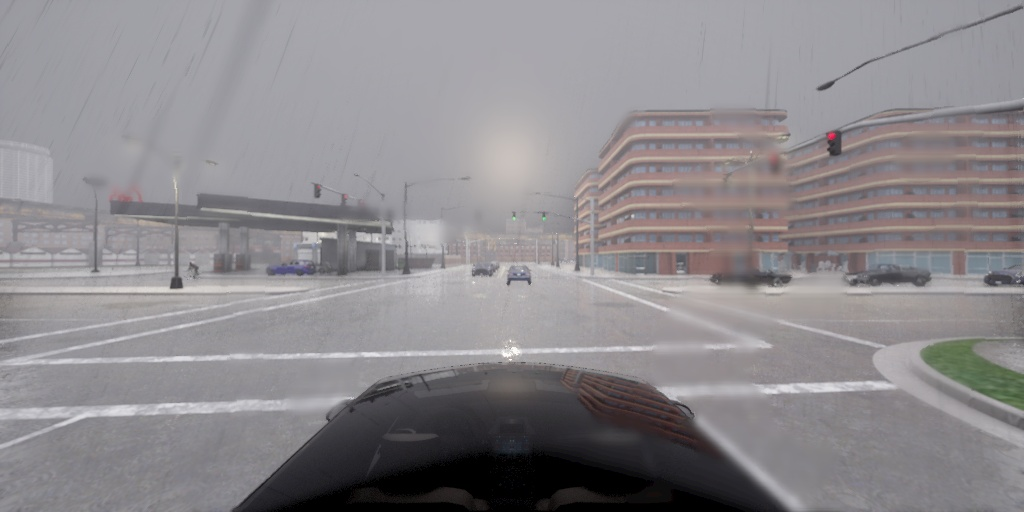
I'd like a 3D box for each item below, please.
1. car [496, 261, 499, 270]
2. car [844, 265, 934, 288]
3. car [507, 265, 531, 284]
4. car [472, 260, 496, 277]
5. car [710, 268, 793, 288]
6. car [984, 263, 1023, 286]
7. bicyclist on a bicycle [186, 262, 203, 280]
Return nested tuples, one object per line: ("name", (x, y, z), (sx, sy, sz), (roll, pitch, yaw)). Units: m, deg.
("car", (-3.237, 1.574, 48.788), (1.994, 1.385, 4.181), (0, 0, 0))
("car", (25.621, 1.365, 24.518), (4.902, 1.511, 2.128), (0, 0, 1))
("car", (0.553, 1.447, 28.959), (2.033, 1.411, 5.357), (0, 0, 0))
("car", (-3.170, 1.309, 39.287), (2.097, 1.767, 4.553), (0, 0, 0))
("car", (16.284, 1.477, 24.606), (4.718, 1.301, 1.895), (0, 0, -3))
("car", (35.441, 1.227, 24.446), (4.553, 1.767, 2.097), (0, 0, 1))
("bicyclist on a bicycle", (-29.074, 1.352, 32.759), (0.582, 1.620, 1.656), (-10, 5, 0))
